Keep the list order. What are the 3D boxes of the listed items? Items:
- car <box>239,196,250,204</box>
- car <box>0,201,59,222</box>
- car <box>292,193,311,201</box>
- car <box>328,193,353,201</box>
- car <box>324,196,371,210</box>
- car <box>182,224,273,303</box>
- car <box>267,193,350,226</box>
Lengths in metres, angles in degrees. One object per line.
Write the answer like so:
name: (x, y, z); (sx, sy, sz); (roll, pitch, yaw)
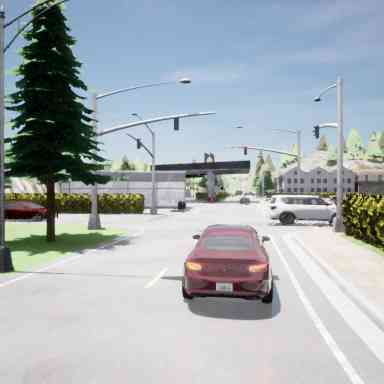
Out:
car: (9.991, 1.491, 63.166); (2.128, 1.511, 4.902); (0, 0, 9)
car: (-12.817, 1.478, 25.682); (5.008, 1.535, 1.882); (0, 0, 9)
car: (25.973, 1.077, 79.012); (3.866, 1.878, 1.905); (0, 0, 9)
car: (33.225, 1.097, 74.526); (4.605, 1.855, 1.932); (0, 0, 9)
car: (19.495, 1.330, 41.988); (5.027, 1.636, 2.152); (0, 0, 9)
car: (0.932, 1.526, 8.188); (1.812, 1.442, 4.674); (0, 0, 9)
car: (7.930, 1.222, 22.545); (5.566, 2.045, 2.150); (0, 0, 9)
